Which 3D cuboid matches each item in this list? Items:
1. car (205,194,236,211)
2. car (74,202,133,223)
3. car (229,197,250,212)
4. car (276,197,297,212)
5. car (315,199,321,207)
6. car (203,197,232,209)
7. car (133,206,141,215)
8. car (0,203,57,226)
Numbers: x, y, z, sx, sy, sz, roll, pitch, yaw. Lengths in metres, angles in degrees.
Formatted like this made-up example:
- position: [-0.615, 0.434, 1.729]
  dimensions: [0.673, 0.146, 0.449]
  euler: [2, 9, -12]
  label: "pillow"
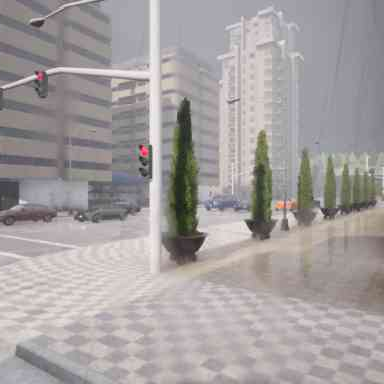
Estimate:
- position: [3.806, 1.277, 41.774]
  dimensions: [2.150, 2.045, 5.566]
  euler: [0, 0, 35]
  label: "car"
- position: [-7.047, 1.619, 26.072]
  dimensions: [1.994, 1.385, 4.181]
  euler: [0, 0, 35]
  label: "car"
- position: [6.823, 1.603, 39.665]
  dimensions: [2.033, 1.411, 5.357]
  euler: [0, 0, 35]
  label: "car"
- position: [11.942, 1.407, 40.917]
  dimensions: [2.097, 1.767, 4.553]
  euler: [0, 0, 35]
  label: "car"
- position: [17.529, 1.533, 49.049]
  dimensions: [1.882, 1.535, 5.008]
  euler: [0, 0, 35]
  label: "car"
- position: [3.720, 1.560, 47.781]
  dimensions: [1.837, 1.490, 4.892]
  euler: [0, 0, 35]
  label: "car"
- position: [-7.167, 1.656, 32.060]
  dimensions: [1.895, 1.301, 4.718]
  euler: [0, 0, 35]
  label: "car"
- position: [-12.318, 1.581, 24.559]
  dimensions: [1.812, 1.442, 4.674]
  euler: [0, 0, 35]
  label: "car"
